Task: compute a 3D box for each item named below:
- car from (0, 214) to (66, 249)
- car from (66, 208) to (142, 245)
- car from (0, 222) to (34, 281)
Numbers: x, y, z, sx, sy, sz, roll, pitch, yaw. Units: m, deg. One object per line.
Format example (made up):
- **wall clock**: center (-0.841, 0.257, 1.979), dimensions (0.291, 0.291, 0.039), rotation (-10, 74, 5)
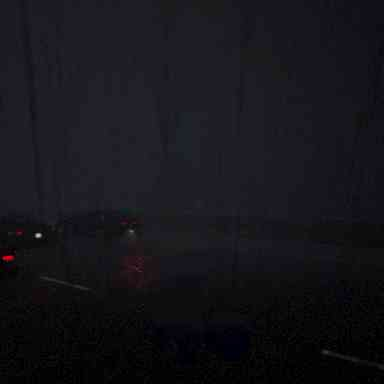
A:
- **car**: center (-7.323, 1.589, 13.514), dimensions (4.181, 1.385, 1.994), rotation (0, 0, 36)
- **car**: center (-4.546, 1.532, 15.822), dimensions (4.892, 1.490, 1.837), rotation (0, 0, 36)
- **car**: center (-6.573, 1.577, 8.638), dimensions (5.357, 1.411, 2.033), rotation (0, 0, 36)
